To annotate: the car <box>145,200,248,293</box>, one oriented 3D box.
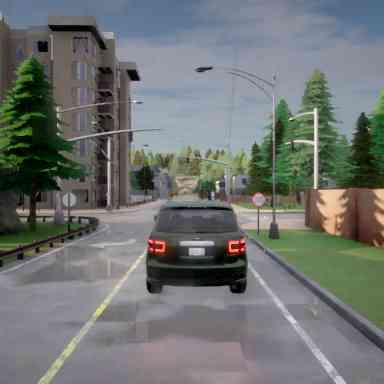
[{"bbox_3d":[0.098,1.221,8.979,2.150,2.045,5.566,0,0,0],"label":"car"}]
